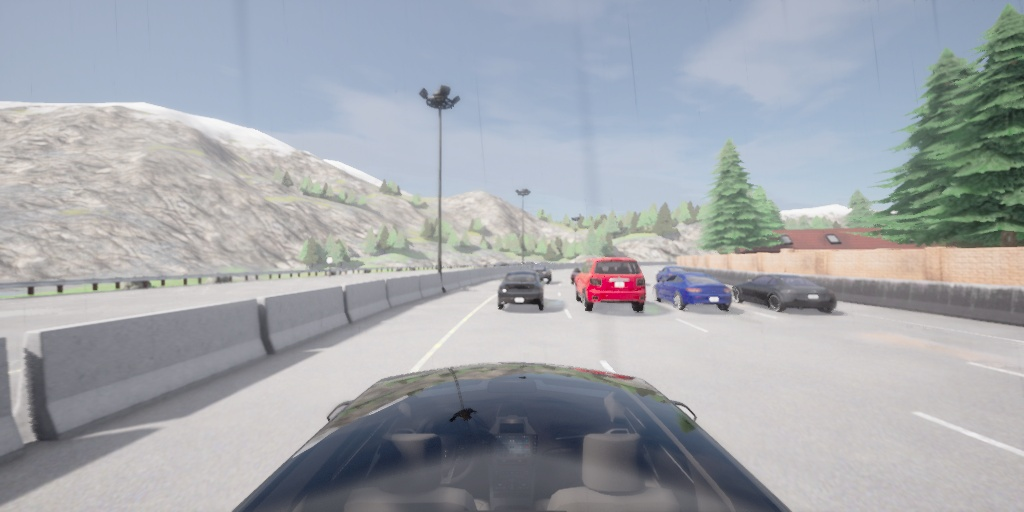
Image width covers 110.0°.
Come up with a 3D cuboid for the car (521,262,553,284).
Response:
[{"bbox_3d":[2.322,1.507,30.024,2.128,1.511,4.902,0,0,10],"label":"car"}]

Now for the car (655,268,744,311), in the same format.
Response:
[{"bbox_3d":[7.467,1.407,15.183,1.812,1.442,4.674,0,0,5],"label":"car"}]

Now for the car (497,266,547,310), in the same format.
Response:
[{"bbox_3d":[0.481,1.387,15.651,1.837,1.490,4.892,0,0,5],"label":"car"}]

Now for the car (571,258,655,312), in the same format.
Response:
[{"bbox_3d":[3.937,1.094,15.089,2.150,2.045,5.566,0,0,5],"label":"car"}]

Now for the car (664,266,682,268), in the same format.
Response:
[{"bbox_3d":[12.685,1.533,28.317,1.812,1.442,4.674,0,0,10],"label":"car"}]

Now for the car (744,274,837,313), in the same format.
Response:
[{"bbox_3d":[10.948,1.445,14.815,1.994,1.385,4.181,0,0,5],"label":"car"}]
